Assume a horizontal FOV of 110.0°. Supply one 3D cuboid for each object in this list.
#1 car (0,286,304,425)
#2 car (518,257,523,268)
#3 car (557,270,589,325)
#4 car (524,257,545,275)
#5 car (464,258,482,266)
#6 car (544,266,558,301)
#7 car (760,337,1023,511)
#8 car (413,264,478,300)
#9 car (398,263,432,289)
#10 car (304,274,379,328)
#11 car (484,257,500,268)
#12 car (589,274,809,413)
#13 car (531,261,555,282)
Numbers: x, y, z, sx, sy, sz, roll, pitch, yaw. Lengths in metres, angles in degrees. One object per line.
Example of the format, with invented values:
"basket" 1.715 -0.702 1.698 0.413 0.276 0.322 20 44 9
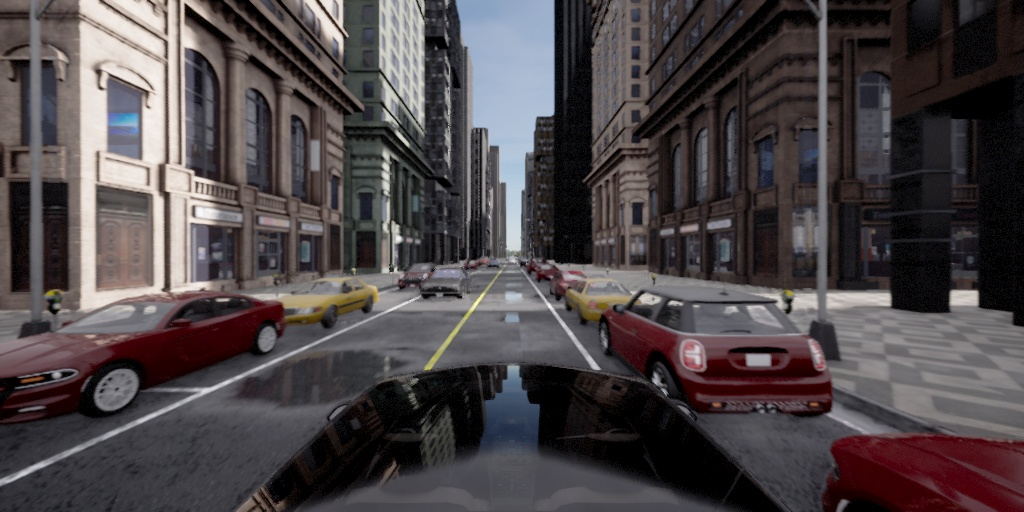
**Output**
"car" -5.763 1.296 5.943 1.888 1.381 4.507 0 0 0
"car" 2.358 1.241 63.168 1.882 1.535 5.008 0 0 0
"car" 2.762 1.277 11.724 1.751 1.417 4.829 0 0 0
"car" 2.761 1.071 39.563 2.192 1.841 5.009 0 0 0
"car" -5.765 1.305 50.760 1.888 1.381 4.507 0 0 0
"car" 2.762 1.334 17.156 1.802 1.307 4.207 0 0 0
"car" 2.762 1.295 0.351 1.888 1.381 4.507 0 0 0
"car" -3.101 1.300 18.017 2.033 1.411 5.357 0 0 0
"car" -5.764 1.193 22.750 1.967 1.591 4.097 0 0 0
"car" -5.764 1.277 11.376 1.751 1.417 4.829 0 0 0
"car" -3.032 1.310 59.737 2.033 1.411 5.357 0 0 1
"car" 2.762 1.190 5.952 1.967 1.591 4.097 0 0 0
"car" 2.761 1.299 28.359 1.888 1.381 4.507 0 0 0
